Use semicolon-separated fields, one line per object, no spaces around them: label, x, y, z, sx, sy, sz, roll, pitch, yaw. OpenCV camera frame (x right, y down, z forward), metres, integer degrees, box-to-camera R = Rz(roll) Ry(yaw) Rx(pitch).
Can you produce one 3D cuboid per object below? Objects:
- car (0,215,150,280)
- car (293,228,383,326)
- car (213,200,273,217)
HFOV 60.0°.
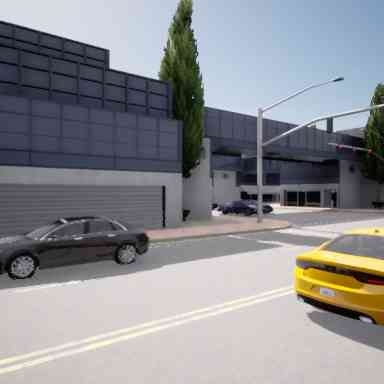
car;-3.631;1.505;10.027;4.892;1.490;1.837;0;0;-36
car;4.206;1.478;6.843;5.008;1.535;1.882;0;0;-36
car;4.748;1.548;31.922;2.033;1.411;5.357;0;0;-37
